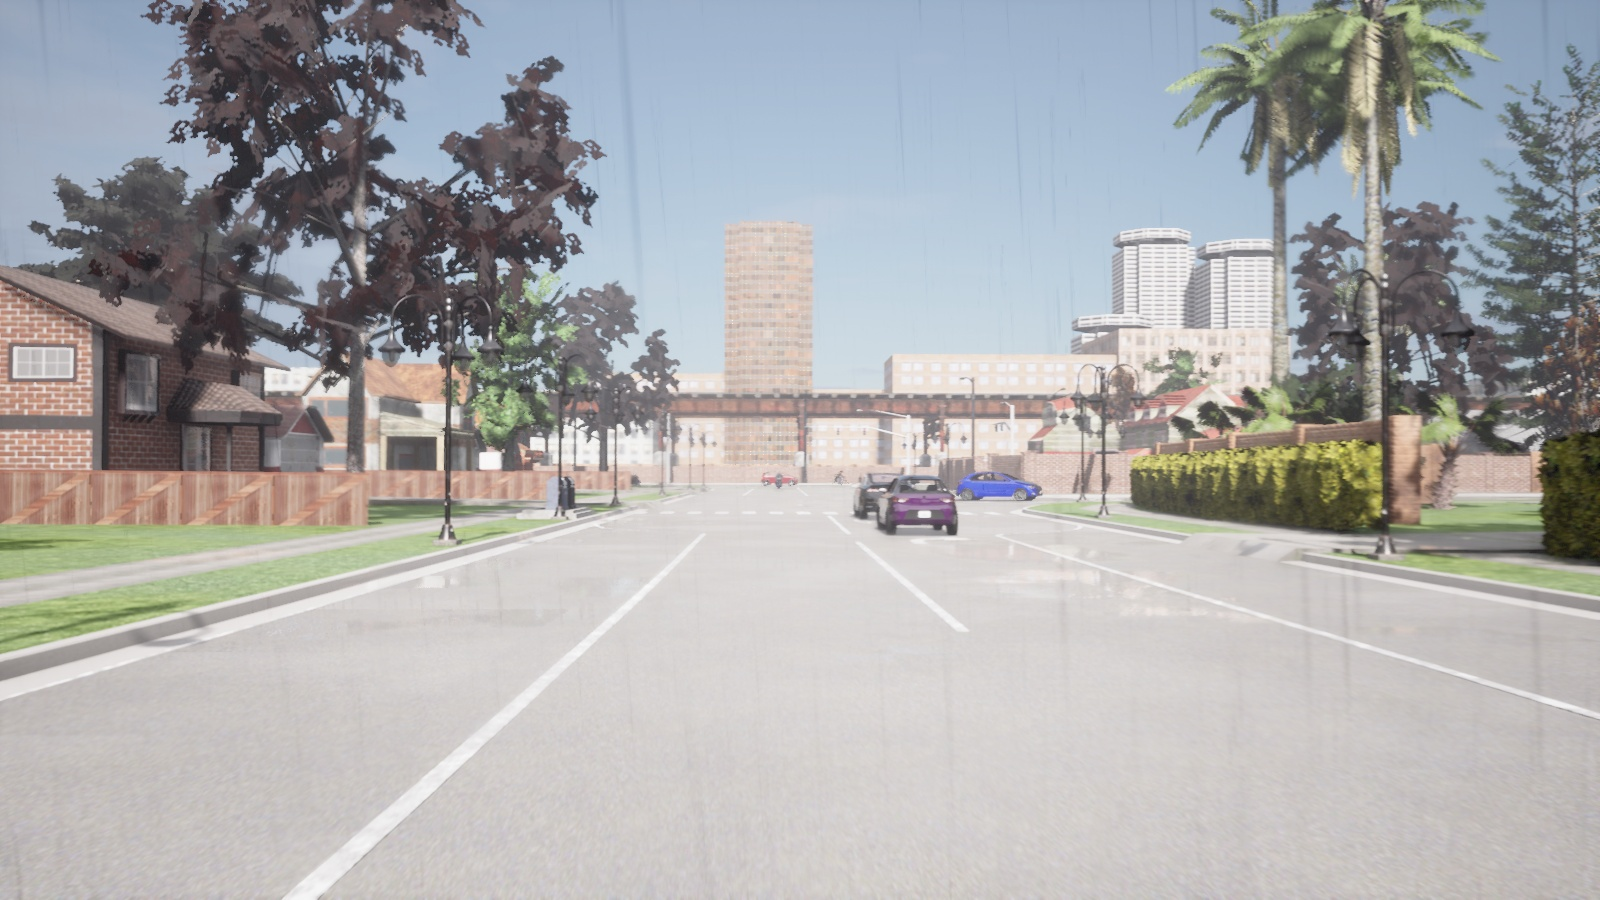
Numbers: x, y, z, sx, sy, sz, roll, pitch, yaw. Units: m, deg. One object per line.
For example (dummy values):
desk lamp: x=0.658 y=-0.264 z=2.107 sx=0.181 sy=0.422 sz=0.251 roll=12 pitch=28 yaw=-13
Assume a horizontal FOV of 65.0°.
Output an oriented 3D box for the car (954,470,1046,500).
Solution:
car: x=10.006 y=1.743 z=62.890 sx=4.193 sy=1.474 sz=1.816 roll=-1 pitch=-1 yaw=26

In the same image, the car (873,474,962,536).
car: x=2.928 y=1.353 z=32.196 sx=1.816 sy=1.474 sz=4.193 roll=0 pitch=-1 yaw=-1

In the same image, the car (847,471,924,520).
car: x=2.760 y=1.454 z=41.583 sx=2.128 sy=1.511 sz=4.902 roll=0 pitch=-1 yaw=-1
